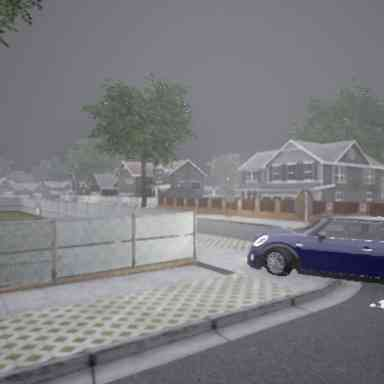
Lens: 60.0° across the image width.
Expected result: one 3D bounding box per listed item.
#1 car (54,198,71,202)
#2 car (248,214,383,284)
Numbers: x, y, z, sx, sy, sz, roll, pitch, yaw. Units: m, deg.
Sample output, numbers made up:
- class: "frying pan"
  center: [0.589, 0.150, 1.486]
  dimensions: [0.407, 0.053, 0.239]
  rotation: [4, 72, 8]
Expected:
- class: "car"
  center: [-18.419, 1.632, 47.024]
  dimensions: [2.128, 1.511, 4.902]
  rotation: [0, 0, -36]
- class: "car"
  center: [3.831, 1.356, 8.793]
  dimensions: [4.553, 1.767, 2.097]
  rotation: [3, 2, 18]
